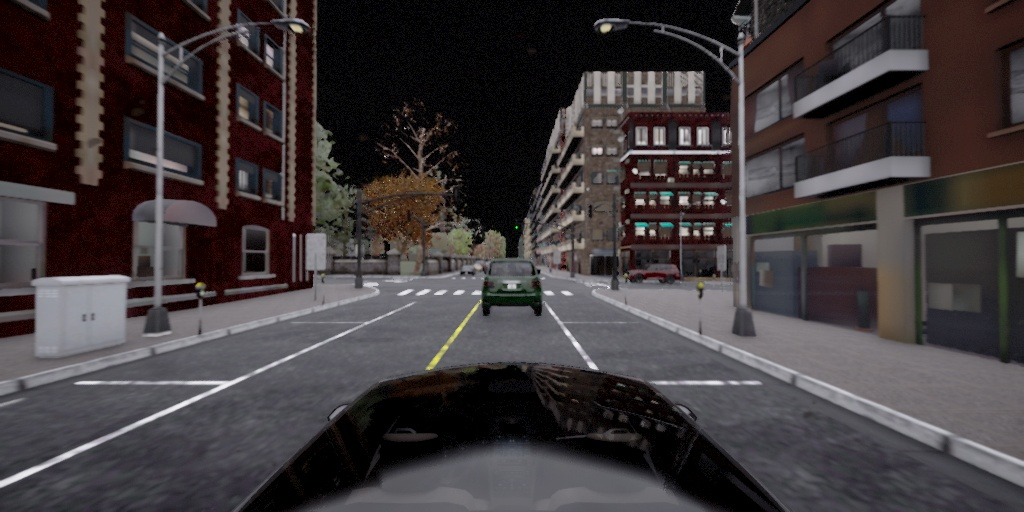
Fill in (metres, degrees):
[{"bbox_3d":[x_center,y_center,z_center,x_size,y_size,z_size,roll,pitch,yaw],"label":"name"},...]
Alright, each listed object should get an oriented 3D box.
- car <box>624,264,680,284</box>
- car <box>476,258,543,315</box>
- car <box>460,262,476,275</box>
[{"bbox_3d":[13.454,1.698,34.413,5.009,1.841,2.192,0,0,-1],"label":"car"},{"bbox_3d":[0.014,1.108,14.441,2.150,2.045,5.566,0,0,0],"label":"car"},{"bbox_3d":[-5.684,1.806,46.760,1.948,1.339,4.313,0,0,0],"label":"car"}]
